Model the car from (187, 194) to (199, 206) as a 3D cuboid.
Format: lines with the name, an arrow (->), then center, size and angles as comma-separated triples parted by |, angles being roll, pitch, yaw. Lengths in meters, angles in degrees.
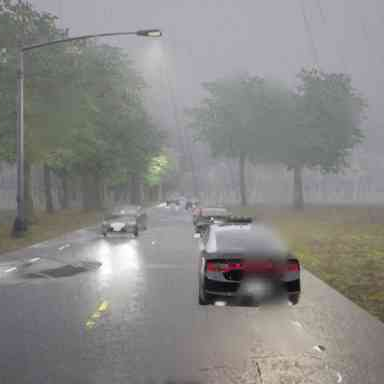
car -> 0.187, 1.461, 59.521 | 2.150, 2.045, 5.566 | 0, -1, 0

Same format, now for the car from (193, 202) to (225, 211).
car -> 1.107, 1.503, 18.075 | 1.837, 1.490, 4.892 | 0, 0, 0

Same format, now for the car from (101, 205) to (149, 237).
car -> -3.541, 1.489, 18.231 | 2.128, 1.511, 4.902 | 0, 0, 0

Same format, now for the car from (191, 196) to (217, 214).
car -> 1.125, 1.355, 24.047 | 2.097, 1.767, 4.553 | 0, 0, 0

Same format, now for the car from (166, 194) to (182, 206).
car -> -3.390, 1.459, 59.409 | 2.150, 2.045, 5.566 | 0, 0, 1

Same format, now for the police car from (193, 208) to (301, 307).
police car -> 1.076, 1.423, 8.184 | 1.930, 1.638, 5.238 | 0, 0, 0

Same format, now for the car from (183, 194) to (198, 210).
car -> 0.188, 1.470, 45.534 | 2.097, 1.767, 4.553 | 0, 0, 1
